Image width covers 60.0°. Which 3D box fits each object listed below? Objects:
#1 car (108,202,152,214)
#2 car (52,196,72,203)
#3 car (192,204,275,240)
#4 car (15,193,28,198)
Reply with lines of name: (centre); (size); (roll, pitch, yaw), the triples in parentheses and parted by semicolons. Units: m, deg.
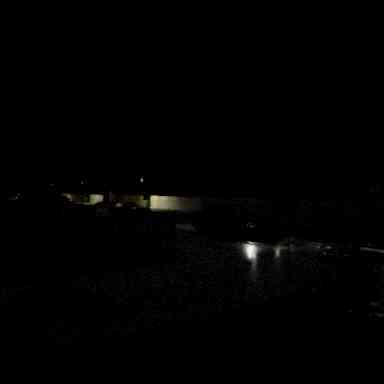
car: (-5.055, 1.477, 26.924); (1.895, 1.301, 4.718); (0, 0, -36)
car: (-17.310, 1.285, 44.172); (1.837, 1.490, 4.892); (0, 0, -35)
car: (1.980, 1.415, 17.103); (1.882, 1.535, 5.008); (0, 0, -36)
car: (-43.218, 1.113, 85.139); (2.033, 1.411, 5.357); (0, 0, -36)
